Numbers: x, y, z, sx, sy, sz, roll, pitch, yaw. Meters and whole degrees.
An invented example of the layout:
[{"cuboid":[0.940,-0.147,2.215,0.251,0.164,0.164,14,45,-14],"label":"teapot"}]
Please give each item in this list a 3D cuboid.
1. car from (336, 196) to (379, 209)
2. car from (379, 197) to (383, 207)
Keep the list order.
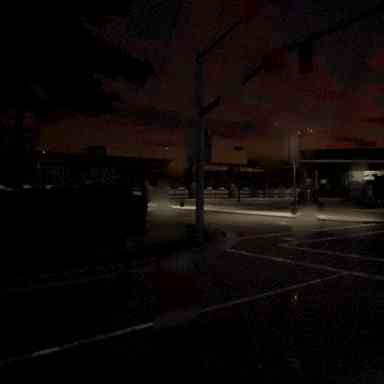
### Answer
[{"cuboid":[21.112,1.295,43.268,2.242,1.667,4.611,0,0,-35],"label":"car"},{"cuboid":[25.378,1.456,47.192,1.970,1.475,3.806,0,0,-35],"label":"car"}]
